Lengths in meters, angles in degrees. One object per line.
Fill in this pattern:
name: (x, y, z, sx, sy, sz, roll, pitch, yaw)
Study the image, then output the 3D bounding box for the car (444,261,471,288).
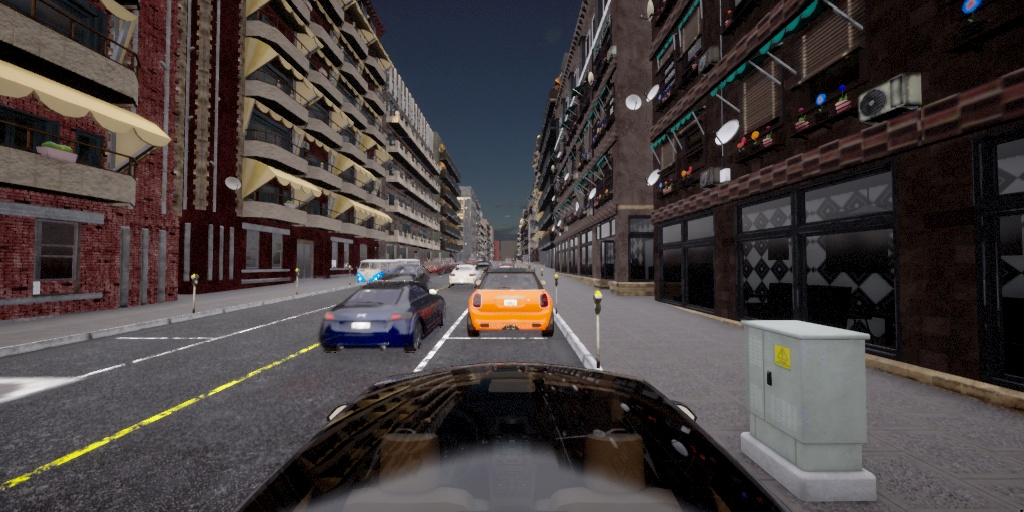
car: (-3.026, 1.295, 23.867, 1.812, 1.442, 4.674, 0, 0, 0)

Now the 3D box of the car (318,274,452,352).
car: (-2.923, 1.318, 8.946, 1.994, 1.385, 4.181, 0, 0, 0)

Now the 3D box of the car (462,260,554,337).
car: (-0.033, 1.108, 10.473, 2.097, 1.767, 4.553, 0, 0, 0)

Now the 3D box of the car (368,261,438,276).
car: (-5.870, 1.255, 20.036, 2.128, 1.511, 4.902, 0, 0, 0)

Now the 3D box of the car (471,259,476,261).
car: (-2.925, 1.302, 37.988, 1.837, 1.490, 4.892, 0, 0, 0)

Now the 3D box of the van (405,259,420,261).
van: (-8.336, 1.118, 28.134, 1.690, 1.789, 3.998, 0, 0, 0)

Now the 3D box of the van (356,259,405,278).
van: (-8.336, 1.108, 22.602, 1.690, 1.789, 3.998, 0, 0, 0)

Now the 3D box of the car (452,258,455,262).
car: (-8.337, 1.128, 44.724, 2.192, 1.841, 5.009, 0, 0, 0)

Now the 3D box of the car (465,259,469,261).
car: (-8.337, 1.410, 55.786, 1.948, 1.339, 4.313, 0, 0, 0)

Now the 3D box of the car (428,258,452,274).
car: (-8.337, 1.115, 39.194, 2.192, 1.841, 5.009, 0, 0, 0)

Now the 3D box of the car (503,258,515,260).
car: (-0.447, 1.240, 39.134, 1.967, 1.591, 4.097, 0, 0, 0)
